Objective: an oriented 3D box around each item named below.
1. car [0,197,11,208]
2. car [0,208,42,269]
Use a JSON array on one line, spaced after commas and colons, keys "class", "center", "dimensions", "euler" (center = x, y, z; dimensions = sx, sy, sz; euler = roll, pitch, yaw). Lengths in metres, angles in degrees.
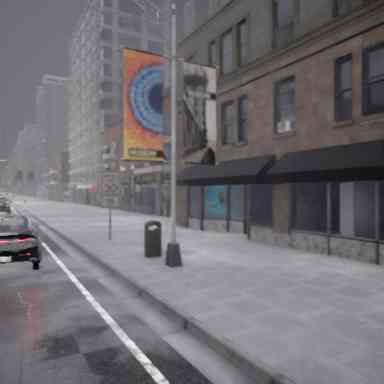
[{"class": "car", "center": [-19.603, 1.303, 33.835], "dimensions": [2.097, 1.767, 4.553], "euler": [0, 0, -30]}, {"class": "car", "center": [-5.946, 1.478, 10.486], "dimensions": [2.128, 1.511, 4.902], "euler": [0, 0, -30]}]
